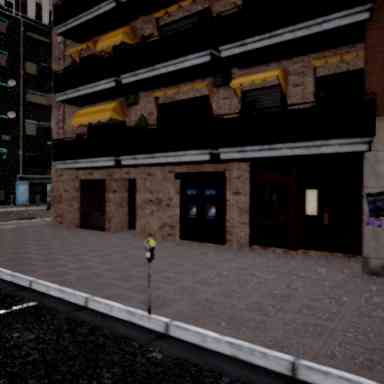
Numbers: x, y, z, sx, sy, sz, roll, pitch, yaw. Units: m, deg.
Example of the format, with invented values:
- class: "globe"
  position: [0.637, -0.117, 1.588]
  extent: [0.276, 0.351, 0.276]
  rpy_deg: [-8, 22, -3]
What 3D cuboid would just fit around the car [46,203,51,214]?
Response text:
- class: "car"
  position: [-8.641, 1.093, 24.970]
  extent: [2.008, 1.369, 4.403]
  rpy_deg: [2, 2, 36]
